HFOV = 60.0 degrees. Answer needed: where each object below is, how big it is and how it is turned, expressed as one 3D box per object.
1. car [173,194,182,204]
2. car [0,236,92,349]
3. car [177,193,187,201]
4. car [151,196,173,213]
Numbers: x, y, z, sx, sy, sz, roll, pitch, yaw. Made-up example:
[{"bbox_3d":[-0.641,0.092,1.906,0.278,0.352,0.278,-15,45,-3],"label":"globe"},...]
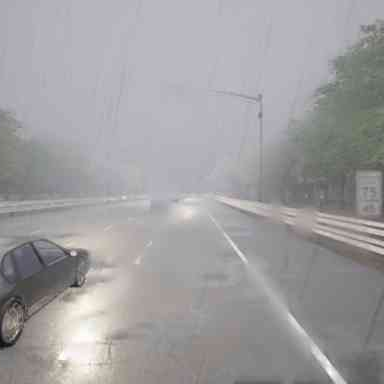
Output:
[{"bbox_3d":[-3.441,1.579,66.855,1.837,1.490,4.892,0,0,0],"label":"car"},{"bbox_3d":[-3.501,1.549,6.198,2.033,1.411,5.357,0,0,0],"label":"car"},{"bbox_3d":[-3.335,1.315,90.982,2.150,2.045,5.566,0,0,0],"label":"car"},{"bbox_3d":[-3.493,1.493,37.708,1.882,1.535,5.008,0,0,0],"label":"car"}]
